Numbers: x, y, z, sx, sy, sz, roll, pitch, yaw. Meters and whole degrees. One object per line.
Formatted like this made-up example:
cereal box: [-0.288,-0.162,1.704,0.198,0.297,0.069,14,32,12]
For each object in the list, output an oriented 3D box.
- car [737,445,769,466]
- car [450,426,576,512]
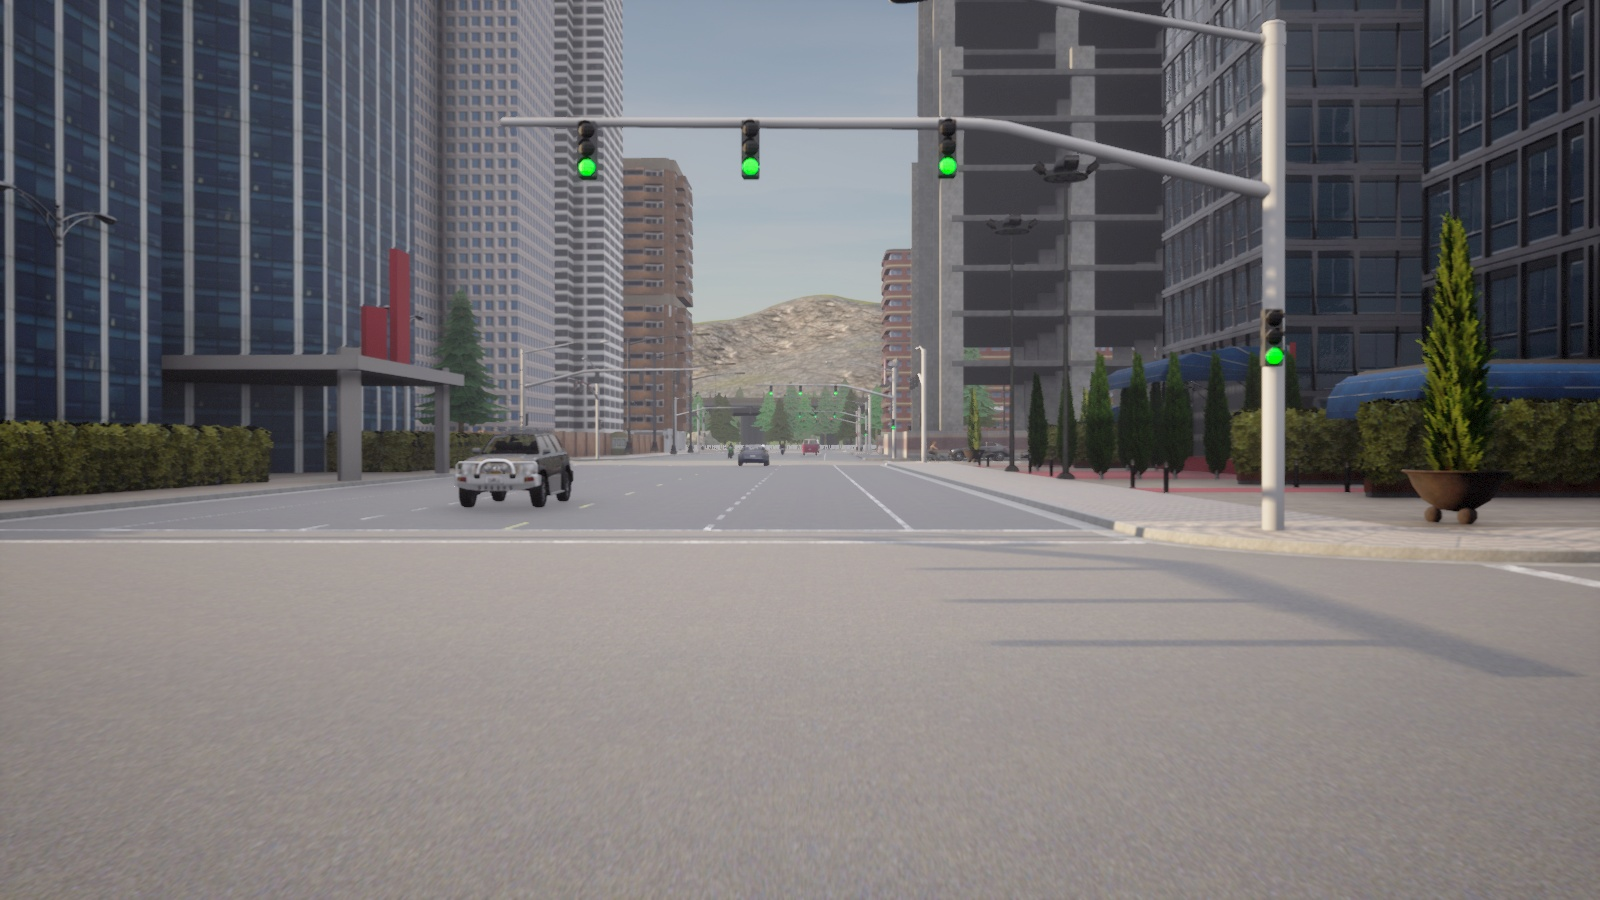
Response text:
car: [-3.063,0.343,82.457,1.994,1.385,4.181,0,0,-1]
car: [-6.809,0.380,30.268,1.932,1.855,4.605,0,2,1]
